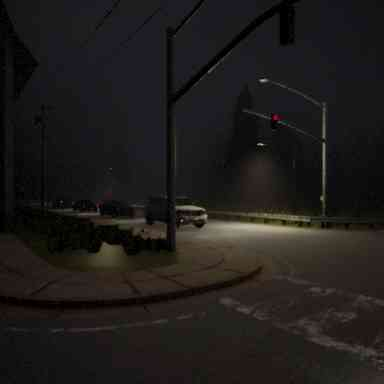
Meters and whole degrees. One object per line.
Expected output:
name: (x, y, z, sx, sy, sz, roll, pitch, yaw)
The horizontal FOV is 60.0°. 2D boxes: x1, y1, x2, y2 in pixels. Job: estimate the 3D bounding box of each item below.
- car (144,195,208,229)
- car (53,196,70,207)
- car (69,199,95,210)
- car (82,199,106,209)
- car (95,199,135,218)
car: (-1.265, 1.255, 22.219, 2.150, 2.045, 5.566, 0, 0, -34)
car: (-17.967, 1.387, 46.659, 2.097, 1.767, 4.553, 0, 0, -34)
car: (-12.288, 1.539, 38.312, 1.837, 1.490, 4.892, 0, 0, -34)
car: (-14.059, 1.637, 47.420, 1.895, 1.301, 4.718, 0, 0, -34)
car: (-6.903, 1.511, 30.448, 1.882, 1.535, 5.008, 0, 0, -35)
